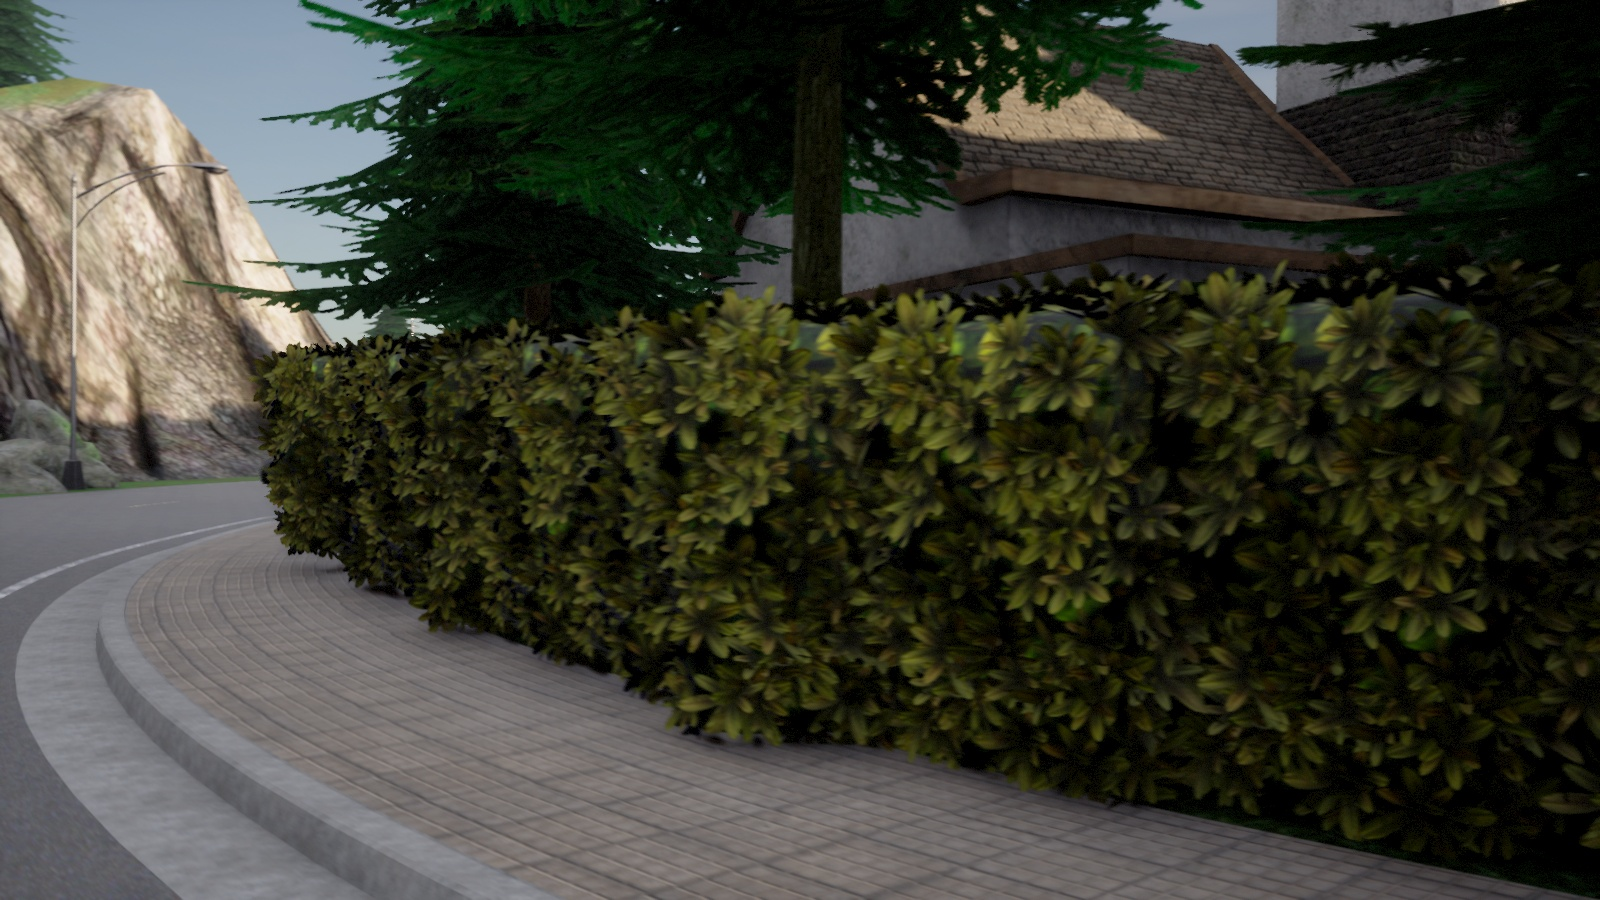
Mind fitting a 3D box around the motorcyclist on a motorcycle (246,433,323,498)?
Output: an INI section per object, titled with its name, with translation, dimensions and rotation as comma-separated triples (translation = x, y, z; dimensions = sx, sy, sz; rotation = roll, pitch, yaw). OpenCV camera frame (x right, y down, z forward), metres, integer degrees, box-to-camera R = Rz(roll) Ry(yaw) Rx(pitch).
[motorcyclist on a motorcycle]
translation = -13.637, 0.386, 33.322
dimensions = 0.766, 1.649, 2.350
rotation = 0, 1, 9
